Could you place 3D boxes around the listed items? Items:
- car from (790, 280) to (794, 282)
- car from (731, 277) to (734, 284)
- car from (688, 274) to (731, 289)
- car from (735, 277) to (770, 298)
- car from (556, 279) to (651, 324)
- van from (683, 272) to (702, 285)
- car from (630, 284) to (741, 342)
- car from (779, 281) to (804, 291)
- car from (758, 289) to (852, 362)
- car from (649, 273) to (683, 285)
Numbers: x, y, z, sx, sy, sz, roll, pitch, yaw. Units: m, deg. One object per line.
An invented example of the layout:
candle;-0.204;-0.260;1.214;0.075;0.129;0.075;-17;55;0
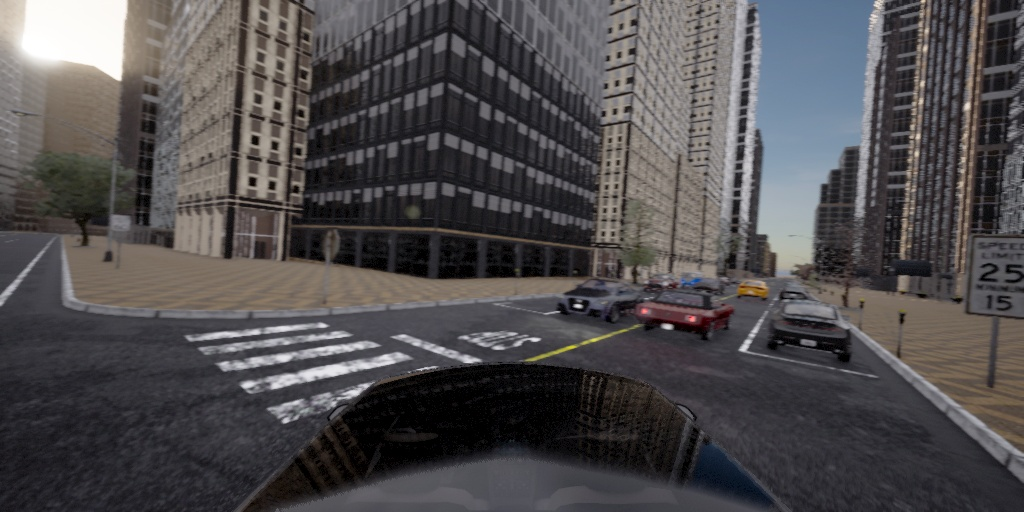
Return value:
car;32.442;3.852;41.644;1.948;1.339;4.313;0;0;38
car;32.730;3.889;55.699;1.802;1.307;4.207;0;0;38
car;17.401;2.655;31.517;2.033;1.411;5.357;4;0;38
car;20.213;2.805;29.967;1.882;1.535;5.008;4;0;38
car;3.422;1.574;13.462;1.994;1.385;4.181;4;0;38
van;18.949;2.571;37.863;1.690;1.789;3.998;0;0;38
car;5.815;1.799;11.698;1.895;1.301;4.718;4;0;41
car;22.105;3.044;28.263;1.948;1.339;4.313;0;0;38
car;8.424;1.955;10.345;2.007;1.370;4.403;0;0;38
car;12.060;2.130;28.944;1.967;1.591;4.097;0;0;38
